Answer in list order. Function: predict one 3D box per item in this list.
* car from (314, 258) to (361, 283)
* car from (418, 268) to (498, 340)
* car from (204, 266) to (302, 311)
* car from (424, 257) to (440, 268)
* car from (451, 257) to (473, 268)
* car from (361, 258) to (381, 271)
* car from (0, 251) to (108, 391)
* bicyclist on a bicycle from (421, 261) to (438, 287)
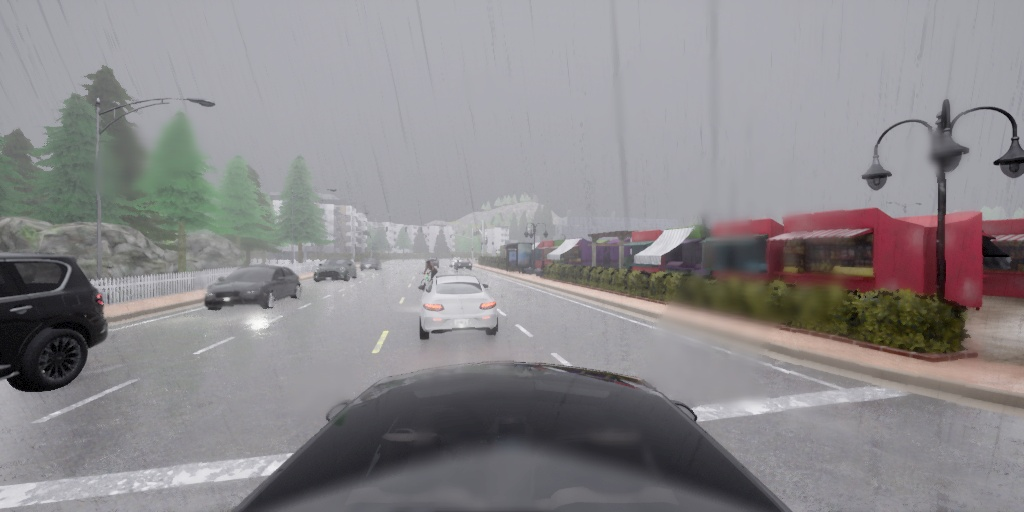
[{"bbox_3d":[-12.798,0.928,26.198,2.097,1.767,4.553,0,0,-13],"label":"car"},{"bbox_3d":[-1.560,1.225,9.848,1.812,1.442,4.674,0,0,-13],"label":"car"},{"bbox_3d":[-9.928,1.171,14.169,1.837,1.490,4.892,0,0,-13],"label":"car"},{"bbox_3d":[-11.309,0.900,50.810,1.837,1.490,4.892,0,0,-13],"label":"car"},{"bbox_3d":[-6.014,1.049,43.798,1.895,1.301,4.718,0,0,-13],"label":"car"},{"bbox_3d":[-16.486,0.952,41.943,2.128,1.511,4.902,0,0,-13],"label":"car"},{"bbox_3d":[-7.402,0.963,3.615,2.150,2.045,5.566,0,1,-13],"label":"car"},{"bbox_3d":[-4.483,1.079,19.671,0.582,1.620,1.656,0,1,24],"label":"bicyclist on a bicycle"}]
